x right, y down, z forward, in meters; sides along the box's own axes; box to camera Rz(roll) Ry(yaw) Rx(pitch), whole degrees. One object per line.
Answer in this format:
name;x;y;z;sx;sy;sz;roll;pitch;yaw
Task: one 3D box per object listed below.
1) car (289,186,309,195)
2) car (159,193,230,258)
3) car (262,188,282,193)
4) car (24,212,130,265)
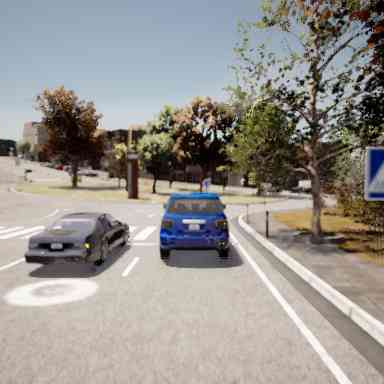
car;20.825;-0.358;64.808;2.128;1.511;4.902;-1;3;-14
car;0.095;1.023;12.019;2.150;2.045;5.566;0;1;1
car;16.239;-0.474;68.510;2.033;1.411;5.357;-1;3;-23
car;-3.416;1.370;10.961;2.033;1.411;5.357;0;1;1
